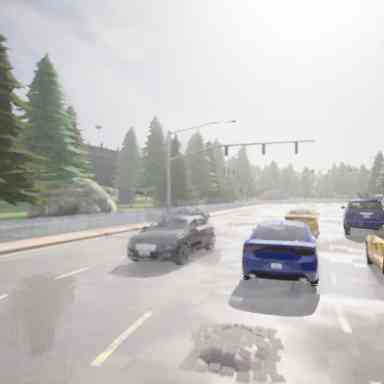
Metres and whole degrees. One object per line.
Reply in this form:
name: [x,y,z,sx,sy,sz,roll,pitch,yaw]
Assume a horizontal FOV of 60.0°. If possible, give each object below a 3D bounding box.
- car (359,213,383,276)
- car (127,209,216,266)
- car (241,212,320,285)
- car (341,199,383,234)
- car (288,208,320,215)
car: [6.130,1.591,9.222,1.882,1.535,5.008,0,0,19]
car: [-0.535,1.619,12.314,2.128,1.511,4.902,0,-1,22]
car: [2.757,1.591,10.041,1.882,1.535,5.008,0,-1,19]
car: [10.566,1.465,20.585,2.150,2.045,5.566,0,-1,23]
car: [6.833,1.712,20.698,1.882,1.535,5.008,0,0,22]
